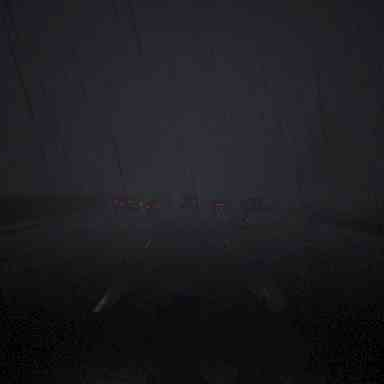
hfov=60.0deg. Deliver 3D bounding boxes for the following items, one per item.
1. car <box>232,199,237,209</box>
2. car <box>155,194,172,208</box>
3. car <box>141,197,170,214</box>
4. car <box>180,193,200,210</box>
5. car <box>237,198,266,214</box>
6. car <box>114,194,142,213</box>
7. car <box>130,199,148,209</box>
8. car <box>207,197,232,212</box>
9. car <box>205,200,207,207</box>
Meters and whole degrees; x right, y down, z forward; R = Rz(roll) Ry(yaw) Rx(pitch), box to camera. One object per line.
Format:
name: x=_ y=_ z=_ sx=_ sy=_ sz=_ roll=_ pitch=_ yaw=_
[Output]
car: x=6.478 y=1.593 z=45.460 sx=2.033 sy=1.411 sz=5.357 roll=0 pitch=0 yaw=0
car: x=-4.032 y=1.268 z=46.327 sx=2.150 sy=2.045 sz=5.566 roll=0 pitch=0 yaw=0
car: x=-3.831 y=1.584 z=36.083 sx=2.033 sy=1.411 sz=5.357 roll=0 pitch=0 yaw=0
car: x=-0.420 y=1.265 z=43.815 sx=2.150 sy=2.045 sz=5.566 roll=0 pitch=0 yaw=-1
car: x=6.600 y=1.388 z=36.150 sx=2.097 sy=1.767 sz=4.553 roll=0 pitch=0 yaw=0
car: x=-7.348 y=1.259 z=37.662 sx=2.150 sy=2.045 sz=5.566 roll=0 pitch=0 yaw=-1
car: x=-7.519 y=1.648 z=47.425 sx=1.895 sy=1.301 sz=4.718 roll=0 pitch=0 yaw=0
car: x=3.116 y=1.543 z=38.615 sx=1.837 sy=1.490 sz=4.892 roll=0 pitch=0 yaw=0
car: x=2.974 y=1.553 z=48.027 sx=1.837 sy=1.490 sz=4.892 roll=0 pitch=0 yaw=0
